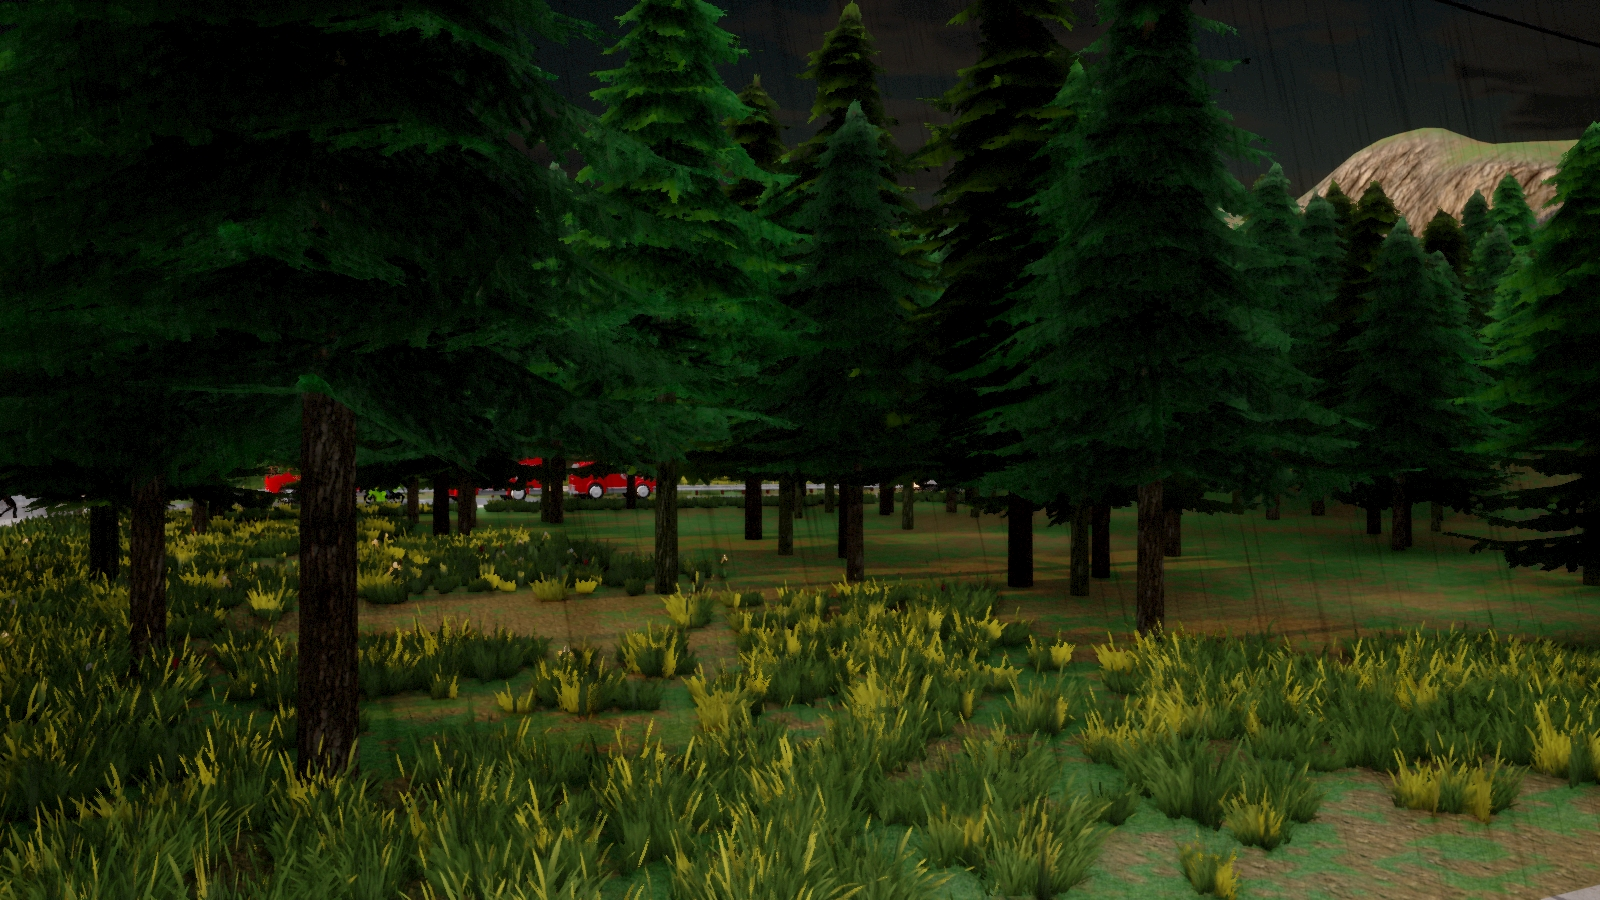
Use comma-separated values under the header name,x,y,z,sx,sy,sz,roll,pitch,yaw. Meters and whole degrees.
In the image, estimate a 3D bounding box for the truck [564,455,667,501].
name,x,y,z,sx,sy,sz,roll,pitch,yaw
truck,-10.437,1.541,64.666,5.204,2.467,2.627,0,0,-27

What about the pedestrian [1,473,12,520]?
name,x,y,z,sx,sy,sz,roll,pitch,yaw
pedestrian,-31.383,1.841,45.183,0.375,1.860,0.375,0,0,-35
